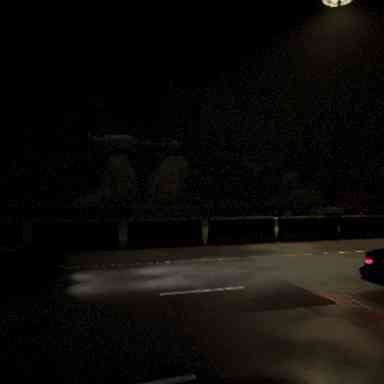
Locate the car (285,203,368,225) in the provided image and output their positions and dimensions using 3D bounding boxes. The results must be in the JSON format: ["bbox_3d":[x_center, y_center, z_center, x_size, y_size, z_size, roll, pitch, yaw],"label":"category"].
[{"bbox_3d":[9.524,1.749,23.587,4.902,1.511,2.128,0,-1,-17],"label":"car"}]

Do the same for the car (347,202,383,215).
[{"bbox_3d":[15.776,1.825,29.155,4.674,1.442,1.812,0,0,-17],"label":"car"}]

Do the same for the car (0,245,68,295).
[{"bbox_3d":[-5.437,1.645,7.833,4.718,1.301,1.895,1,-1,-17],"label":"car"}]

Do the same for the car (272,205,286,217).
[{"bbox_3d":[10.544,1.915,34.876,4.181,1.385,1.994,0,0,-17],"label":"car"}]

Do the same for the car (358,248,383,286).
[{"bbox_3d":[6.638,1.657,7.859,5.357,1.411,2.033,0,-1,-17],"label":"car"}]

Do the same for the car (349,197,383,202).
[{"bbox_3d":[17.026,1.550,33.199,5.566,2.045,2.150,0,0,-17],"label":"car"}]
